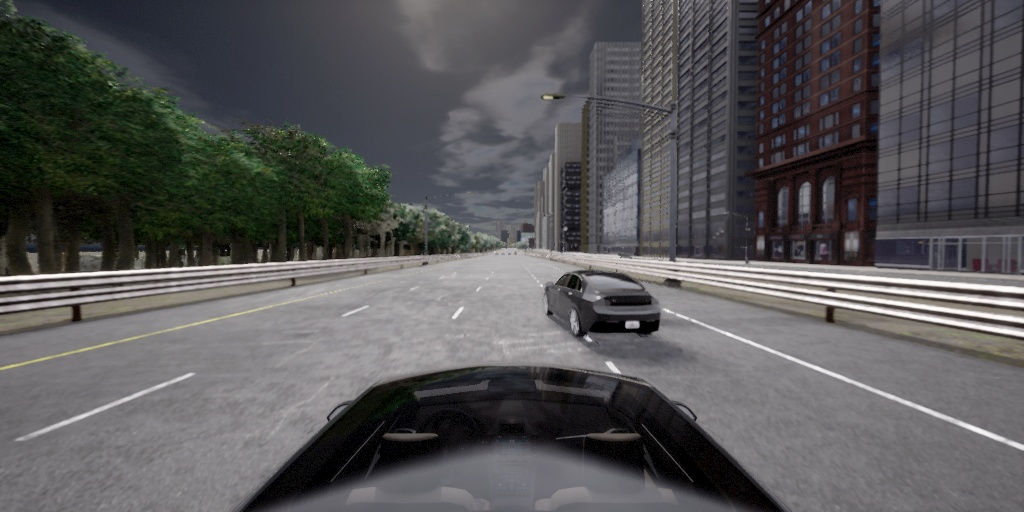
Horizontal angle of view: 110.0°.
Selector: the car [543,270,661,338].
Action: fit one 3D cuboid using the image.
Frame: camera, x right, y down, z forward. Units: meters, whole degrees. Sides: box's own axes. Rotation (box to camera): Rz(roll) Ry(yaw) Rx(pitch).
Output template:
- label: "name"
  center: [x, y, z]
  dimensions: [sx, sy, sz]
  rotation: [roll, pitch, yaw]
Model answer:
- label: "car"
  center: [2.156, 1.128, 9.818]
  dimensions: [1.837, 1.490, 4.892]
  rotation: [0, 1, -8]
